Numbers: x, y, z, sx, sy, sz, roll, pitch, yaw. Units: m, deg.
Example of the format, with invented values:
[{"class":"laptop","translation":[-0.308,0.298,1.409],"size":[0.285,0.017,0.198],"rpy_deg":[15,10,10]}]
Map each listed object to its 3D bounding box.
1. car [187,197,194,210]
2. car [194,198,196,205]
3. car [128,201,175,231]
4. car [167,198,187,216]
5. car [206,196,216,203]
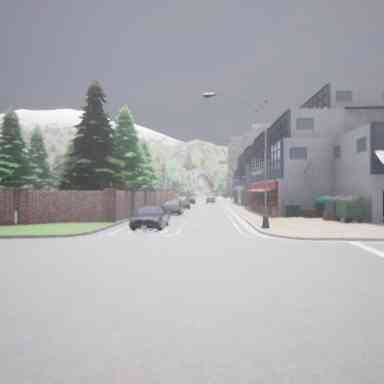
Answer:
[{"class":"car","translation":[-1.242,1.538,43.216],"size":[1.994,1.385,4.181],"rpy_deg":[0,0,3]},{"class":"car","translation":[-0.274,1.608,59.032],"size":[1.895,1.301,4.718],"rpy_deg":[0,0,3]},{"class":"car","translation":[-2.509,1.535,20.850],"size":[2.033,1.411,5.357],"rpy_deg":[0,0,3]},{"class":"car","translation":[-1.870,1.506,32.276],"size":[1.812,1.442,4.674],"rpy_deg":[0,0,3]},{"class":"car","translation":[3.694,1.508,65.523],"size":[2.033,1.411,5.357],"rpy_deg":[0,0,3]}]
